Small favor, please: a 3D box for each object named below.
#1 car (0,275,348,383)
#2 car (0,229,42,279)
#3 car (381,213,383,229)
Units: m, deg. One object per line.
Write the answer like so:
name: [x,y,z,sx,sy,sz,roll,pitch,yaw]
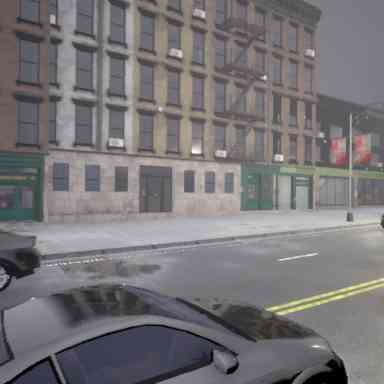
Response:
car: [-0.573,1.564,2.845,4.181,1.385,1.994,0,0,-32]
car: [-6.007,1.504,7.335,4.892,1.490,1.837,0,0,-32]
car: [13.021,1.386,19.383,5.008,1.535,1.882,0,0,-32]
